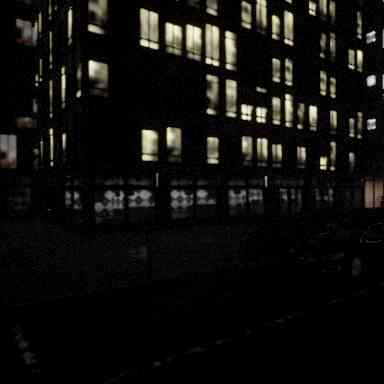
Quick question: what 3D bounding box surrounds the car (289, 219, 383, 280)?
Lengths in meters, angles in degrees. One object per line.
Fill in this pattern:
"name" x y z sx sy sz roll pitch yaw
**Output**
"car" 4.646 1.482 9.610 4.403 1.369 2.008 -1 0 -36
